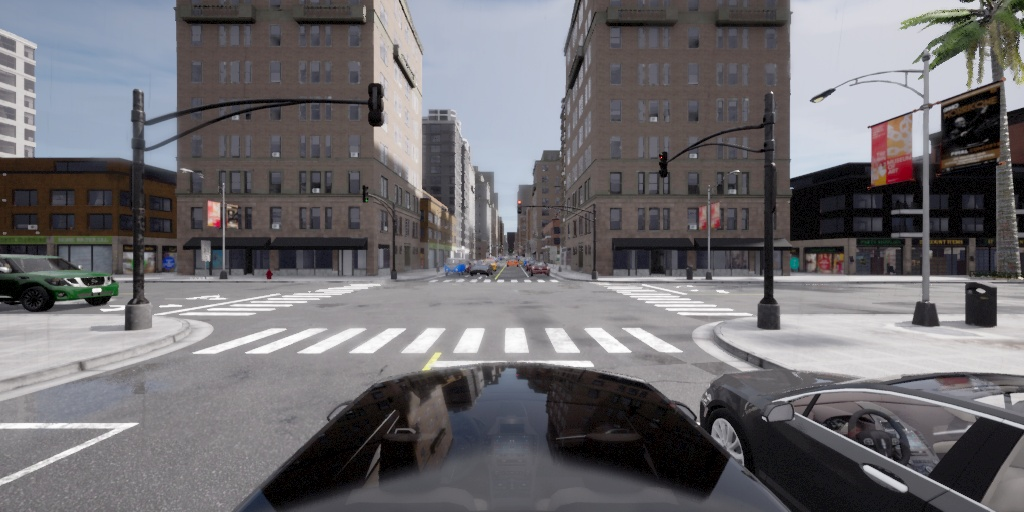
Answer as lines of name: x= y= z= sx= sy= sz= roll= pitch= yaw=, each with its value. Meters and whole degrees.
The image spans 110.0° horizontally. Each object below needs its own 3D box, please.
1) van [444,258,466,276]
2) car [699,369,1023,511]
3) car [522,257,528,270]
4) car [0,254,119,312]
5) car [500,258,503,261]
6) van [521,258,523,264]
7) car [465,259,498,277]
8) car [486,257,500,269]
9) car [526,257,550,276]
van: x=-5.784 y=1.093 z=36.446 sx=1.690 sy=1.789 sz=3.998 roll=0 pitch=0 yaw=0
car: x=2.668 y=1.300 z=1.778 sx=2.007 sy=1.370 sz=4.403 roll=0 pitch=0 yaw=0
car: x=2.769 y=1.193 z=47.766 sx=1.967 sy=1.591 sz=4.097 roll=0 pitch=0 yaw=0
car: x=-18.522 y=0.949 z=13.593 sx=5.566 sy=2.045 sz=2.150 roll=0 pitch=0 yaw=0
car: x=-2.961 y=1.354 z=58.504 sx=1.895 sy=1.301 sz=4.718 roll=0 pitch=0 yaw=0
van: x=2.796 y=1.093 z=59.105 sx=1.690 sy=1.789 sz=3.998 roll=0 pitch=0 yaw=0
car: x=-2.999 y=1.299 z=36.636 sx=2.033 sy=1.411 sz=5.357 roll=0 pitch=0 yaw=4
car: x=-3.001 y=1.231 z=47.117 sx=1.882 sy=1.535 sz=5.008 roll=0 pitch=0 yaw=0
car: x=2.742 y=1.192 z=36.428 sx=1.967 sy=1.591 sz=4.097 roll=0 pitch=0 yaw=0
